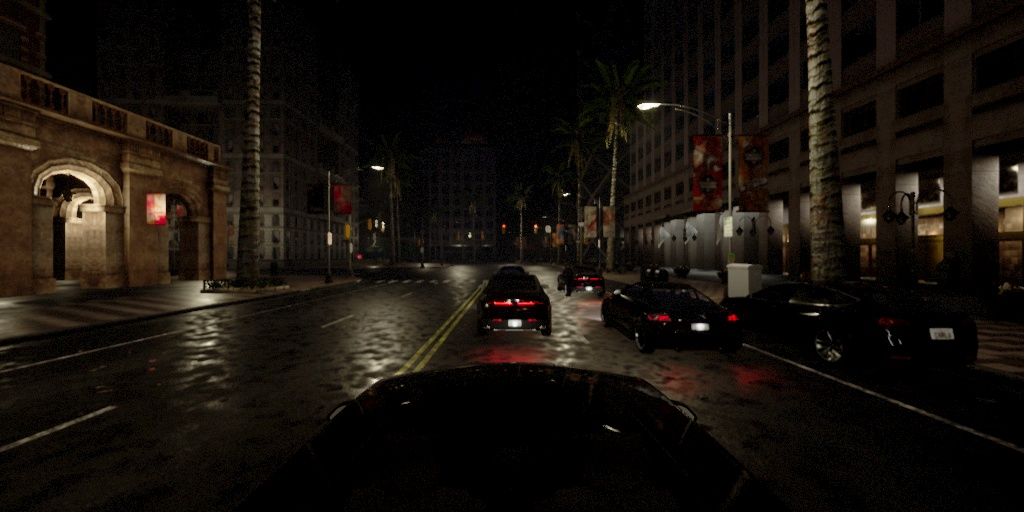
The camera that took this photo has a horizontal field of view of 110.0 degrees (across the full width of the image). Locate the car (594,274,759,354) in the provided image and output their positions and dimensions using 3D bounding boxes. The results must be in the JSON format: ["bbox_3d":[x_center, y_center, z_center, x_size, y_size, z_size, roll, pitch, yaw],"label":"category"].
[{"bbox_3d":[3.557,1.306,8.776,1.994,1.385,4.181,0,0,0],"label":"car"}]

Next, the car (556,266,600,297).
[{"bbox_3d":[3.501,1.235,18.764,1.837,1.490,4.892,0,0,0],"label":"car"}]

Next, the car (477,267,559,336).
[{"bbox_3d":[0.044,1.244,10.400,1.837,1.490,4.892,0,0,-1],"label":"car"}]
